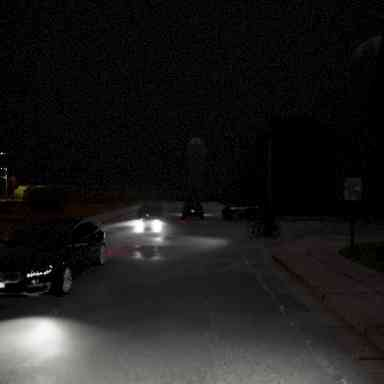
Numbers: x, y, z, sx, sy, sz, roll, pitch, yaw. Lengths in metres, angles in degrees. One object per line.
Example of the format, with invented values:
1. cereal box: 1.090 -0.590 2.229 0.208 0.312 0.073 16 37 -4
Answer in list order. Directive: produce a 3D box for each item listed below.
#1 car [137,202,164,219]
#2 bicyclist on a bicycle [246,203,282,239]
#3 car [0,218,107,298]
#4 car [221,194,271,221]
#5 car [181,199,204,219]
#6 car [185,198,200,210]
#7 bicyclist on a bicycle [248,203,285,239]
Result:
1. car: -3.553 1.561 28.989 1.895 1.301 4.718 0 0 1
2. bicyclist on a bicycle: 3.301 1.381 15.483 1.656 1.620 0.582 -1 1 -11
3. car: -3.597 1.493 8.671 1.837 1.490 4.892 0 0 0
4. car: 4.159 1.129 25.304 1.905 1.878 3.866 -8 4 -42
5. car: 0.072 1.517 28.396 2.033 1.411 5.357 0 0 0
6. car: 0.076 1.549 44.087 1.895 1.301 4.718 0 0 0
7. bicyclist on a bicycle: 3.609 1.373 16.028 1.656 1.620 0.582 -1 0 -19
